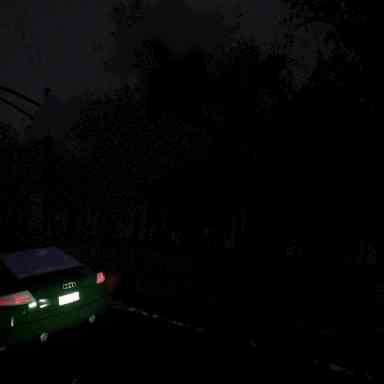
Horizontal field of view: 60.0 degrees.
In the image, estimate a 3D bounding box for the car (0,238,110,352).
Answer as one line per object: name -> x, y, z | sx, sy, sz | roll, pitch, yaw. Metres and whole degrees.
car -> -3.479, 1.564, 6.146 | 4.181, 1.385, 1.994 | 0, 0, 35
